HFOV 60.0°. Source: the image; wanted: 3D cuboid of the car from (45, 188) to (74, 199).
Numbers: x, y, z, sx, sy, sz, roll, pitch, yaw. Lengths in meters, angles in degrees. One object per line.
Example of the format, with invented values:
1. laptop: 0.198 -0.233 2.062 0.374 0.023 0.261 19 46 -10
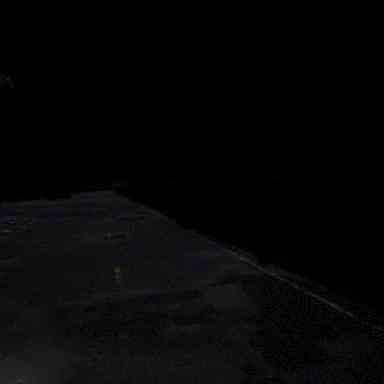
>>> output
1. car: -23.571 0.510 58.535 4.181 1.381 1.994 -3 2 -16
